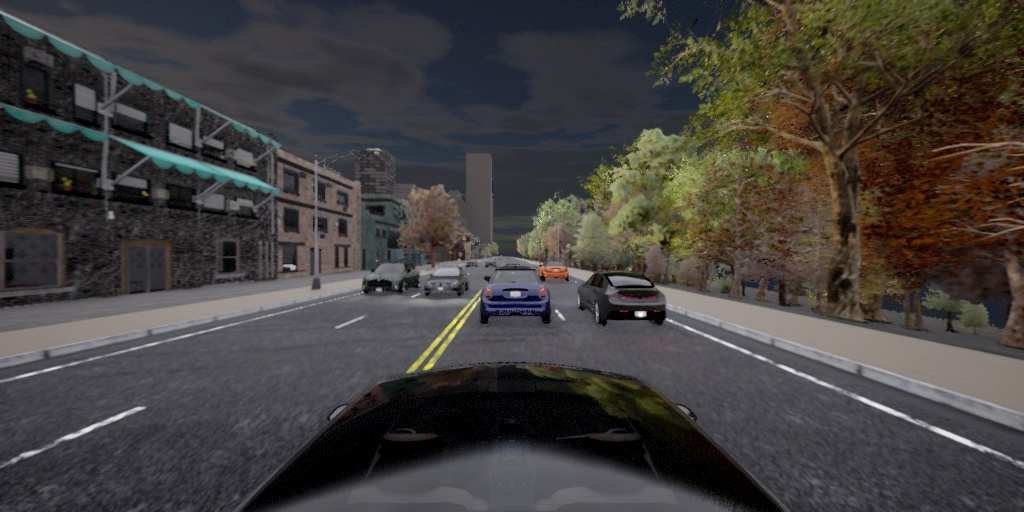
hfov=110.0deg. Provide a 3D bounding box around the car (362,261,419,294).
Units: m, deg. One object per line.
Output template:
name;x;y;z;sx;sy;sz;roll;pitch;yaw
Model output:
car;-6.601;1.098;20.069;2.097;1.767;4.553;0;0;0

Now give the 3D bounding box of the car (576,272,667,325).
car;3.348;1.253;11.739;1.837;1.490;4.892;0;0;0

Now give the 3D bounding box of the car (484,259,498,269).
car;-3.488;1.286;59.410;2.033;1.411;5.357;0;0;0

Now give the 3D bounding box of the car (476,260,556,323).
car;0.099;1.100;12.314;2.097;1.767;4.553;0;0;0

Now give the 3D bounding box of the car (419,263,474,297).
car;-3.352;1.272;19.143;1.812;1.442;4.674;0;0;0

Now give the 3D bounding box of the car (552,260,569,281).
car;3.346;1.096;29.542;2.097;1.767;4.553;0;0;0

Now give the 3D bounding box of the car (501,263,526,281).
car;0.096;1.308;30.633;1.994;1.385;4.181;0;0;0

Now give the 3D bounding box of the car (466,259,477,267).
car;-6.750;1.287;61.548;2.033;1.411;5.357;0;0;0
